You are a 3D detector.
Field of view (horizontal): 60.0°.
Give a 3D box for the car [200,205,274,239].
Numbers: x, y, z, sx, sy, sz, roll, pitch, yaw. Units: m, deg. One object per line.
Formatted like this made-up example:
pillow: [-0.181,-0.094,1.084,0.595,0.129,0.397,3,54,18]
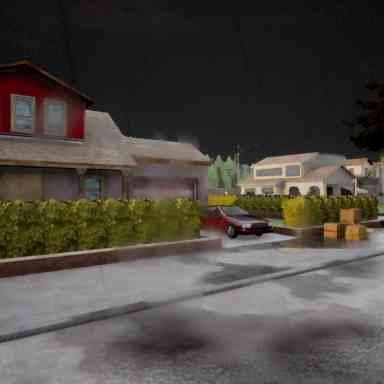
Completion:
car: [1.536,1.356,16.530,2.033,1.415,5.357,0,0,-33]
